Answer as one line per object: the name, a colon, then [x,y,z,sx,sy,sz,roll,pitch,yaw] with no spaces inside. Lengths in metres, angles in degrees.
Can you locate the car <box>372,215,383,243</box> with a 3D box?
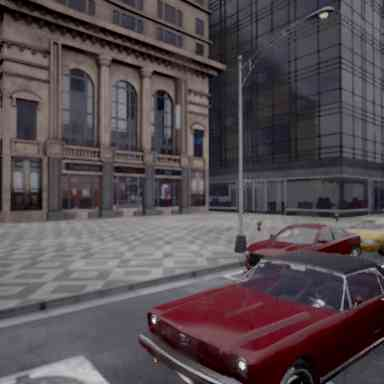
car: [7.643,1.637,13.624,4.829,1.417,1.752,0,0,-41]

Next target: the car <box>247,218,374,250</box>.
car: [3.498,1.648,10.077,4.507,1.381,1.887,0,0,-41]

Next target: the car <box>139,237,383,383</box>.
car: [1.643,1.655,4.899,4.718,1.301,1.895,0,-1,-39]
